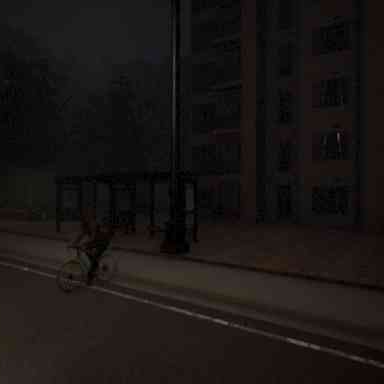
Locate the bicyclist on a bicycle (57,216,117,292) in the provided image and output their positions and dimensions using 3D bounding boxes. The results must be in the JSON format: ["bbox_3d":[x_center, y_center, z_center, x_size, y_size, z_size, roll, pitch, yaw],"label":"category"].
[{"bbox_3d":[-2.356,1.382,7.640,0.582,1.620,1.656,0,0,36],"label":"bicyclist on a bicycle"}]
